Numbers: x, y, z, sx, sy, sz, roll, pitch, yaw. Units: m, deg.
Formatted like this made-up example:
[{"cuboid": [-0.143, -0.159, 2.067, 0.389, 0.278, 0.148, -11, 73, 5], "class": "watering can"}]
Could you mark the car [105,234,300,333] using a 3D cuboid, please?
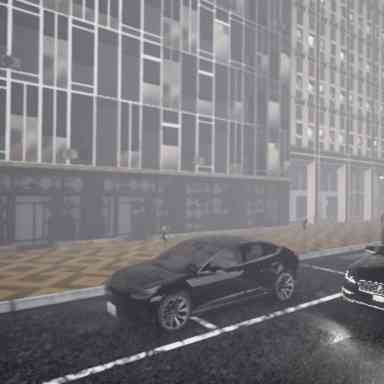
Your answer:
[{"cuboid": [0.428, 1.601, 6.859, 4.313, 1.339, 1.947, 1, 0, -35], "class": "car"}]

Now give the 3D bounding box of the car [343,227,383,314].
[{"cuboid": [5.134, 1.573, 7.039, 4.892, 1.490, 1.837, 1, 0, -35], "class": "car"}]
